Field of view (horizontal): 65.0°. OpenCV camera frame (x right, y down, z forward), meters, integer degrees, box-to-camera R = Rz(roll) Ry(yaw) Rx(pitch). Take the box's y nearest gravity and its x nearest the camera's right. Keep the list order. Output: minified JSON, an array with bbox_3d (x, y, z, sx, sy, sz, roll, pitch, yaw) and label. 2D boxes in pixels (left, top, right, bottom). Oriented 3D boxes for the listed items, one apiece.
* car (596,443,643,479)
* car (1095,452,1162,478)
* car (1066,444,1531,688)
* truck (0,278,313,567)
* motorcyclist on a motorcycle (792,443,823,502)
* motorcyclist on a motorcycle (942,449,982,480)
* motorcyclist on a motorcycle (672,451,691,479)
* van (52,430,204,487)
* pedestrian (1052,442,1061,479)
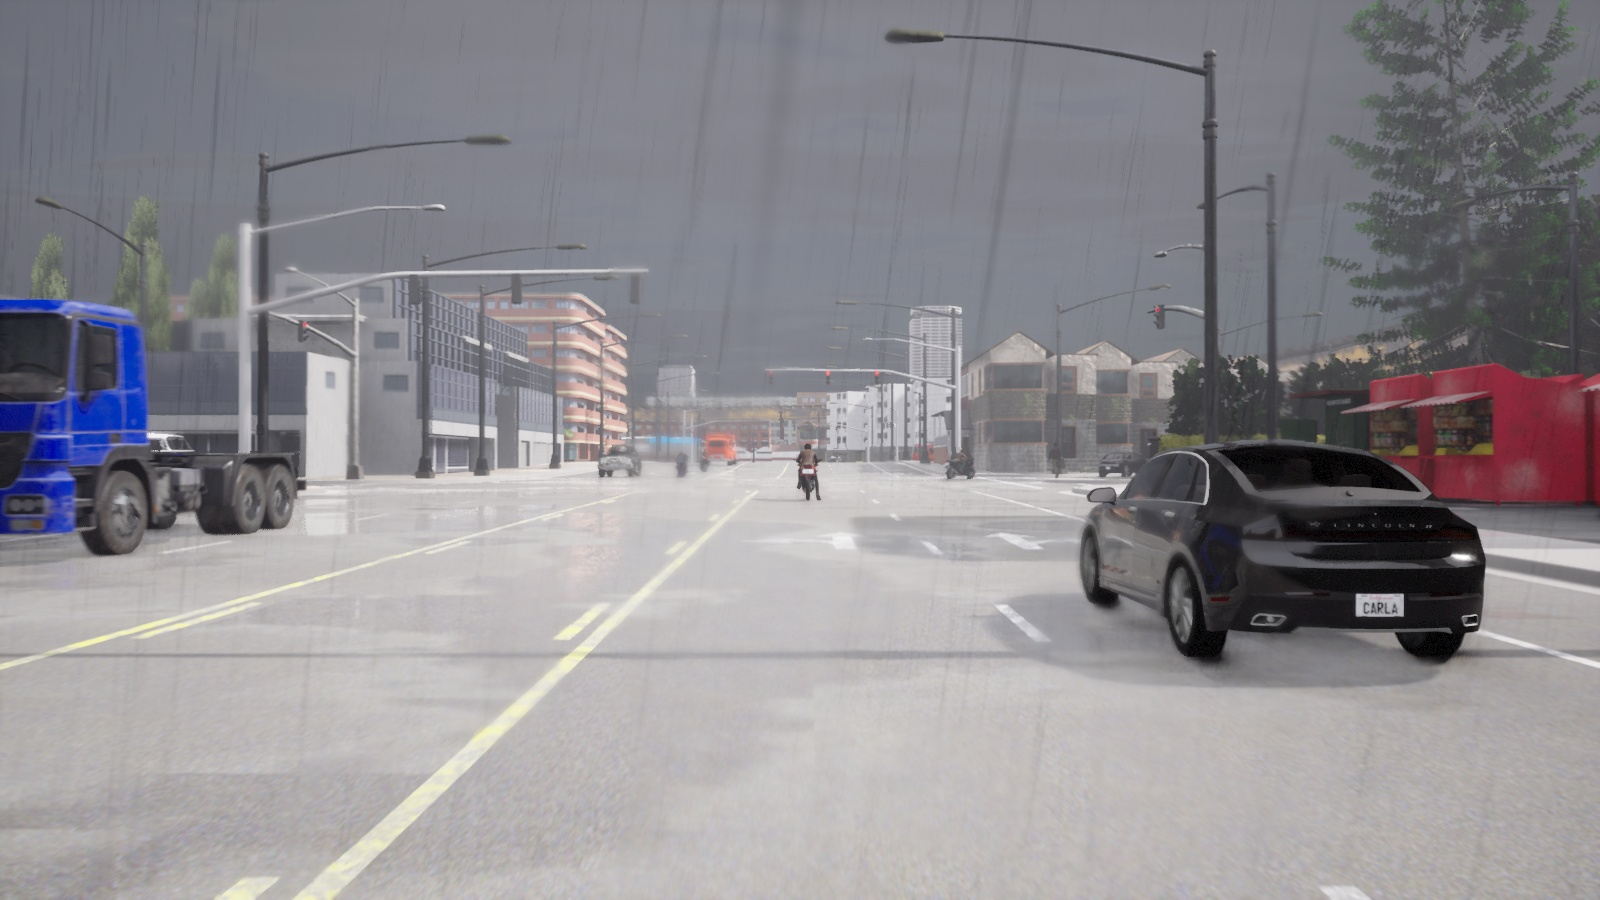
[{"bbox_3d":[-10.081,0.584,70.380,1.932,1.855,4.605,0,1,0],"label":"car"},{"bbox_3d":[19.208,0.888,73.276,4.193,1.474,1.816,1,-1,-43],"label":"car"},{"bbox_3d":[3.574,0.699,10.146,1.837,1.490,4.892,0,0,0],"label":"car"},{"bbox_3d":[-10.374,-0.348,19.005,2.891,3.462,7.936,0,0,0],"label":"truck"},{"bbox_3d":[0.209,0.578,33.437,0.797,1.523,2.044,0,0,0],"label":"motorcyclist on a motorcycle"},{"bbox_3d":[8.083,0.734,62.620,2.044,1.523,0.797,0,-1,-37],"label":"motorcyclist on a motorcycle"},{"bbox_3d":[-6.581,0.806,69.893,0.866,1.530,2.191,0,0,0],"label":"motorcyclist on a motorcycle"},{"bbox_3d":[-24.672,0.311,46.214,4.480,2.038,2.069,0,-1,1],"label":"van"},{"bbox_3d":[12.764,0.517,62.465,0.431,1.840,0.703,0,-1,11],"label":"pedestrian"}]
